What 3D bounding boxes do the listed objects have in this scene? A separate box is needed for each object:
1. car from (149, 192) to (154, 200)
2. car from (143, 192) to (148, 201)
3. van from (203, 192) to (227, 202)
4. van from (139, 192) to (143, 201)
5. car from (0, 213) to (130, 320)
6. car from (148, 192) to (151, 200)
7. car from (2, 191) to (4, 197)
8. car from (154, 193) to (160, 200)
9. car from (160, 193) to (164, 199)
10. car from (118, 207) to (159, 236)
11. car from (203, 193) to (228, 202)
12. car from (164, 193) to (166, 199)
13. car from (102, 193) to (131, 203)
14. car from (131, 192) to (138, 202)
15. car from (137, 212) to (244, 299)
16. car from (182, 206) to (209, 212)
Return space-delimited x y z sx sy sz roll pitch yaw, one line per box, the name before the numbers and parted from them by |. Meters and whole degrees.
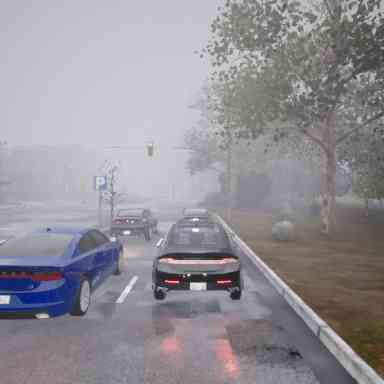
car | -12.215 1.358 79.710 4.674 1.452 2.002 -1 0 -13
car | -12.963 1.321 73.714 4.892 1.521 2.231 -1 0 -14
van | 4.326 1.042 64.341 4.442 1.987 1.878 1 0 -14
van | -13.193 1.092 70.743 4.442 1.987 1.878 -1 0 -14
car | -2.886 1.487 7.534 1.882 1.535 5.008 0 0 0
car | -12.589 1.359 76.709 4.674 1.452 2.002 -1 0 -13
car | -31.130 0.136 52.639 2.002 1.452 4.674 6 -3 -19
car | -11.396 1.357 85.692 4.674 1.452 2.002 -1 0 -12
car | -10.943 1.064 88.697 5.566 2.045 2.435 -1 0 -12
car | -2.826 1.530 16.965 1.837 1.490 4.892 0 0 1
car | 4.712 1.141 67.311 4.553 1.767 2.185 1 0 -14
car | -10.519 1.315 91.676 5.008 1.535 2.097 -1 0 -12
car | -14.403 1.358 61.759 4.792 1.488 2.163 -1 0 -15
car | -13.756 1.315 64.751 5.366 1.575 1.946 -1 0 -15
car | 0.117 1.503 8.467 2.128 1.511 4.902 0 0 0
car | 0.184 1.530 17.879 1.837 1.490 4.892 0 0 0
